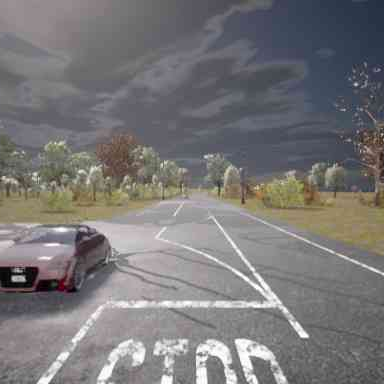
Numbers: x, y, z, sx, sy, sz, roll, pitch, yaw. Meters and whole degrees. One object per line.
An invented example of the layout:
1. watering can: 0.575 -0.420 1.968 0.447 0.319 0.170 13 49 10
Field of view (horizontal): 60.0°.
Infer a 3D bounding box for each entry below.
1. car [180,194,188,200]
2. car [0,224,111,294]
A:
1. car: -2.129 1.375 91.359 1.812 1.442 4.674 0 0 7
2. car: -3.501 1.558 8.704 1.994 1.385 4.181 0 0 0
